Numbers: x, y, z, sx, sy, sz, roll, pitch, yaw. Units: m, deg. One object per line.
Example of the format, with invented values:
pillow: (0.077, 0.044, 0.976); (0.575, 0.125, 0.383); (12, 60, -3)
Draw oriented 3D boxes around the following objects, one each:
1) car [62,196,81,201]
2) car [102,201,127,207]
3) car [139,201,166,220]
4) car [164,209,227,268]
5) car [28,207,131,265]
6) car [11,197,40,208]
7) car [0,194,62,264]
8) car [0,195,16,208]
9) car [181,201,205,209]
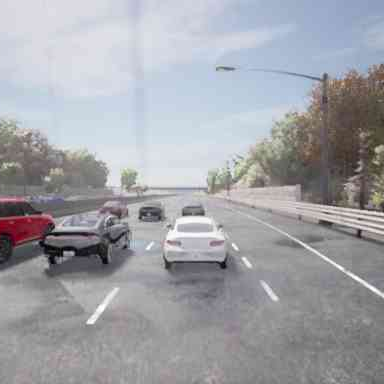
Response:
car: (-17.553, 1.552, 49.119); (1.812, 1.442, 4.674); (0, 0, 0)
car: (-6.894, 1.533, 29.588); (1.812, 1.442, 4.674); (0, 0, 0)
car: (-3.393, 1.511, 28.598); (1.837, 1.490, 4.892); (0, 0, 0)
car: (0.102, 1.525, 11.141); (1.812, 1.442, 4.674); (0, 0, 0)
car: (-3.397, 1.491, 11.613); (2.128, 1.511, 4.902); (0, 0, 0)
car: (-24.550, 1.531, 49.148); (1.837, 1.490, 4.892); (0, 0, 0)
car: (-6.897, 1.221, 11.873); (2.150, 2.045, 5.566); (0, 0, 0)
car: (-28.049, 1.378, 48.641); (2.097, 1.767, 4.553); (0, 0, 0)
car: (0.107, 1.498, 28.524); (2.128, 1.511, 4.902); (0, 0, 0)
